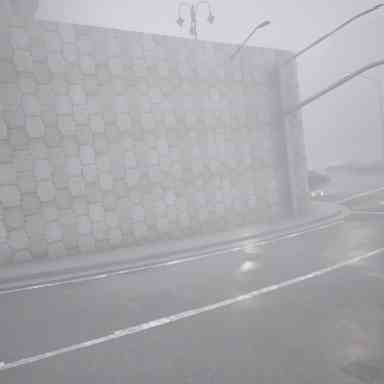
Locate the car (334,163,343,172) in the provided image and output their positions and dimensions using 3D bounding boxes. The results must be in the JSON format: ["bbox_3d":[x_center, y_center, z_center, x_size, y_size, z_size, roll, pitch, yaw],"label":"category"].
[{"bbox_3d":[18.315,-2.964,39.349,1.895,1.301,4.718,-11,7,-35],"label":"car"}]

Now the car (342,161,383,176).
[{"bbox_3d":[18.200,-2.400,33.527,1.895,1.301,4.718,-11,7,-35],"label":"car"}]

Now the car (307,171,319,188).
[{"bbox_3d":[8.040,-0.736,29.582,2.033,1.411,5.357,-11,7,-35],"label":"car"}]

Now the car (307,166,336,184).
[{"bbox_3d":[10.709,-1.341,31.789,1.837,1.490,4.892,-11,6,-34],"label":"car"}]
